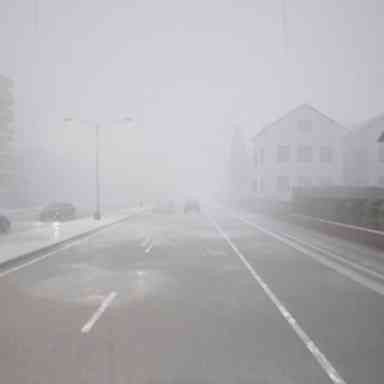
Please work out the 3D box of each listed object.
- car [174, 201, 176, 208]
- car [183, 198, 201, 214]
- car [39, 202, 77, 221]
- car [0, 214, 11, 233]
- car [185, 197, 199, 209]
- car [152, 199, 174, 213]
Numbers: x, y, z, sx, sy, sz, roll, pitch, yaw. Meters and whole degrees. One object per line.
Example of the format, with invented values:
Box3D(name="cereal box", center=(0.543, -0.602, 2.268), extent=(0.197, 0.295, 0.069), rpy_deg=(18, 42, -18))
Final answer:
Box3D(name="car", center=(-3.493, 1.728, 49.485), extent=(1.882, 1.535, 5.008), rpy_deg=(0, 0, 0))
Box3D(name="car", center=(0.003, 1.700, 38.593), extent=(1.837, 1.490, 4.892), rpy_deg=(0, 0, 0))
Box3D(name="car", center=(-11.584, 1.651, 29.037), extent=(1.837, 1.490, 4.892), rpy_deg=(0, 0, 0))
Box3D(name="car", center=(-11.590, 1.654, 17.778), extent=(1.994, 1.385, 4.181), rpy_deg=(0, 0, 0))
Box3D(name="car", center=(0.006, 1.600, 49.328), extent=(2.097, 1.767, 4.553), rpy_deg=(0, 0, 0))
Box3D(name="car", center=(-3.497, 1.723, 39.010), extent=(1.812, 1.442, 4.674), rpy_deg=(0, 0, 0))
